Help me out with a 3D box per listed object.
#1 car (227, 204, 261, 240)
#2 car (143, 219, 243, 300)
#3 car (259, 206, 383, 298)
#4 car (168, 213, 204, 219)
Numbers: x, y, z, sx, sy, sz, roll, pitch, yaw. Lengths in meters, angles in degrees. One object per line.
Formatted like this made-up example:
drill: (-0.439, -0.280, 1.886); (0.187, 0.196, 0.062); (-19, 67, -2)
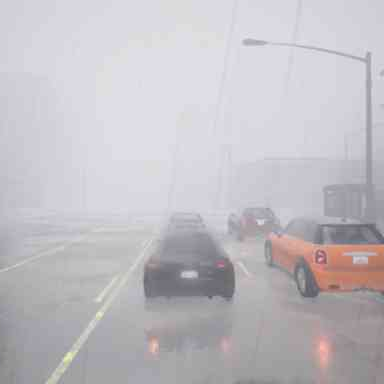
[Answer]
car: (3.173, 1.491, 17.731); (2.097, 1.767, 4.553); (0, 0, -2)
car: (-0.084, 1.633, 8.641); (1.994, 1.385, 4.181); (0, 0, -1)
car: (3.401, 1.422, 8.892); (2.097, 1.767, 4.553); (0, 0, -1)
car: (-0.316, 1.740, 17.658); (1.895, 1.301, 4.718); (0, 0, -2)
